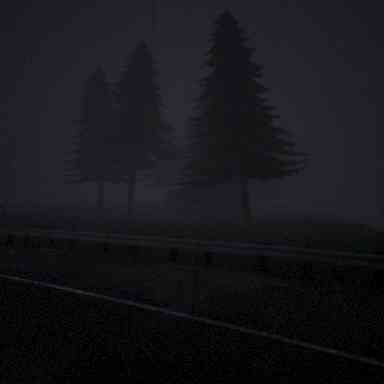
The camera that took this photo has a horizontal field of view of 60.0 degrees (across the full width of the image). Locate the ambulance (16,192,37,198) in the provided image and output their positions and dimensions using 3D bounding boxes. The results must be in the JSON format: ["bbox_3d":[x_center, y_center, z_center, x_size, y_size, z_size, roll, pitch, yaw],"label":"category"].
[{"bbox_3d":[-38.816,1.219,77.777,2.351,2.431,6.366,0,0,1],"label":"ambulance"}]
